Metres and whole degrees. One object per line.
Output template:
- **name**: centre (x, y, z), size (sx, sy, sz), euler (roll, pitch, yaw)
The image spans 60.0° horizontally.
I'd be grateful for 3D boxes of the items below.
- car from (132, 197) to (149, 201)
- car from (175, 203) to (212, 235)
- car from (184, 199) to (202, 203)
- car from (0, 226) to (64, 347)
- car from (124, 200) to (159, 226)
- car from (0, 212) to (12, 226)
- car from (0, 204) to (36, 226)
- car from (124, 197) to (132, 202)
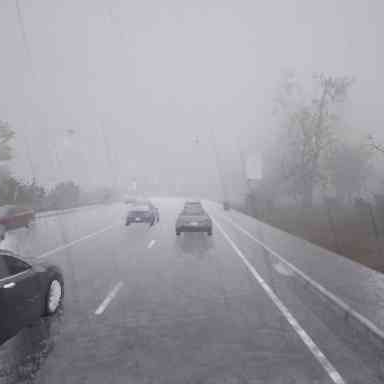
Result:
- **car**: centre (-7.076, 1.544, 48.331), size (1.812, 1.442, 4.674), euler (0, 0, 0)
- **car**: centre (0.102, 1.571, 18.899), size (1.994, 1.385, 4.181), euler (0, 0, 0)
- **car**: centre (0.103, 1.506, 36.752), size (2.128, 1.511, 4.902), euler (0, 0, 0)
- **car**: centre (-3.399, 1.507, 4.573), size (1.837, 1.490, 4.892), euler (0, 0, 0)
- **car**: centre (-3.384, 1.535, 23.234), size (1.812, 1.442, 4.674), euler (0, 0, 0)
- **car**: centre (-7.099, 1.508, 8.819), size (1.837, 1.490, 4.892), euler (0, 0, 0)
- **car**: centre (-10.598, 1.485, 18.567), size (1.882, 1.535, 5.008), euler (0, 0, 0)
- **car**: centre (-10.548, 1.586, 58.169), size (1.994, 1.385, 4.181), euler (0, 0, 1)
